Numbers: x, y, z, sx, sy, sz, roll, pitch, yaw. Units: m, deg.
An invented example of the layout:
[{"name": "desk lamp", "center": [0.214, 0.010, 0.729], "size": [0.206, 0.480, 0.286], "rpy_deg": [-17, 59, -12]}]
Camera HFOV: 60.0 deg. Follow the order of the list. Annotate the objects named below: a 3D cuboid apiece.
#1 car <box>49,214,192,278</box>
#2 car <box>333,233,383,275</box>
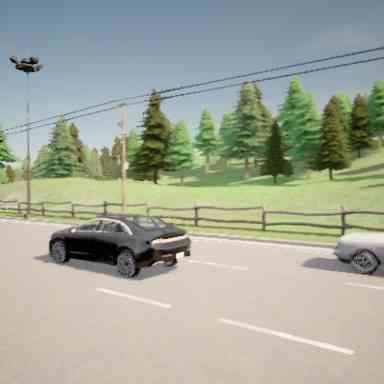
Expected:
[{"name": "car", "center": [-2.287, 1.410, 9.868], "size": [4.902, 1.511, 2.128], "rpy_deg": [0, 1, 35]}, {"name": "car", "center": [6.141, 1.464, 8.316], "size": [4.718, 1.301, 1.895], "rpy_deg": [0, 1, 35]}]
